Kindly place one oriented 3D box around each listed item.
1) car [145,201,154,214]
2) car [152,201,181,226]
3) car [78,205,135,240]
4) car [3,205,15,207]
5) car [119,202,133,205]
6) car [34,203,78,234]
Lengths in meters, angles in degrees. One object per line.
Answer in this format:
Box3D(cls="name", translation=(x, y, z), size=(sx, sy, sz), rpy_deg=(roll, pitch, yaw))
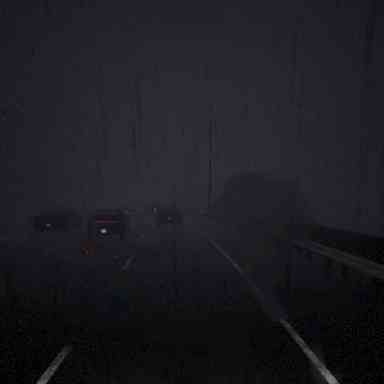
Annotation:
Box3D(cls="car", translation=(-4.804, 1.927, 41.790), size=(1.882, 1.535, 5.008), rpy_deg=(0, -1, -12))
Box3D(cls="car", translation=(-1.976, 1.760, 26.423), size=(1.882, 1.535, 5.008), rpy_deg=(0, -1, -8))
Box3D(cls="car", translation=(-4.514, 1.695, 18.470), size=(2.128, 1.511, 4.902), rpy_deg=(0, -1, -6))
Box3D(cls="car", translation=(-32.015, 2.245, 59.750), size=(1.994, 1.385, 4.181), rpy_deg=(0, -1, -20))
Box3D(cls="car", translation=(-7.271, 1.891, 36.620), size=(2.128, 1.511, 4.902), rpy_deg=(0, -1, -11))
Box3D(cls="car", translation=(-8.303, 1.715, 21.018), size=(1.882, 1.535, 5.008), rpy_deg=(0, -1, -7))
